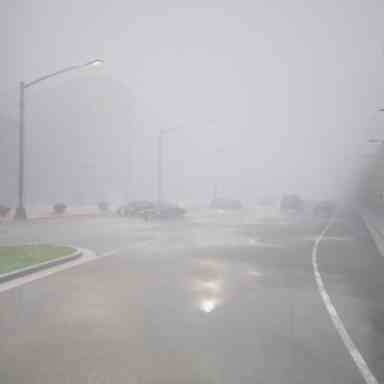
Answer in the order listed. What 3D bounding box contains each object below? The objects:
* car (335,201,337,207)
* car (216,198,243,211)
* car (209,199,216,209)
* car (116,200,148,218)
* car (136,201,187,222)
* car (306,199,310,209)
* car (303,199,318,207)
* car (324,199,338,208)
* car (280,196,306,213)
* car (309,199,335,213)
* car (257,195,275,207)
[{"bbox_3d":[21.168,1.956,51.922,1.994,1.385,4.181,1,0,25],"label":"car"},{"bbox_3d":[5.222,1.669,43.043,1.837,1.490,4.892,1,0,26],"label":"car"},{"bbox_3d":[4.190,1.671,48.981,1.837,1.490,4.892,1,-1,26],"label":"car"},{"bbox_3d":[-4.813,1.497,30.112,2.128,1.511,4.902,1,0,25],"label":"car"},{"bbox_3d":[-2.273,1.633,27.309,1.895,1.301,4.718,1,0,25],"label":"car"},{"bbox_3d":[17.843,1.899,53.079,2.033,1.411,5.357,1,0,25],"label":"car"},{"bbox_3d":[22.306,1.993,62.464,2.033,1.411,5.357,1,0,25],"label":"car"},{"bbox_3d":[25.466,2.024,60.961,2.033,1.411,5.357,1,0,25],"label":"car"},{"bbox_3d":[12.523,1.475,41.672,2.150,2.045,5.566,1,-1,25],"label":"car"},{"bbox_3d":[16.222,1.851,41.294,2.033,1.411,5.357,1,0,25],"label":"car"},{"bbox_3d":[13.470,1.638,60.176,2.150,2.045,5.566,1,0,25],"label":"car"}]
